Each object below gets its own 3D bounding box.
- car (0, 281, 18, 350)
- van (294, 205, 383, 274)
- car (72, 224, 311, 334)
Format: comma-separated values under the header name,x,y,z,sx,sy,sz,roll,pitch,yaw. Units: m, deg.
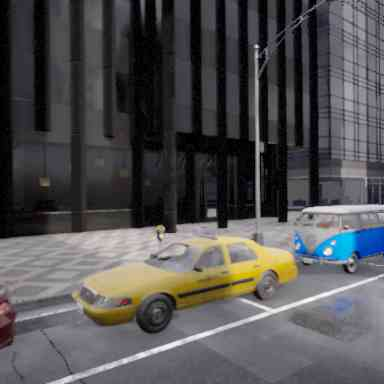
name,x,y,z,sx,sy,sz,roll,pitch,yaw
car,-4.257,1.638,3.591,4.206,1.307,1.802,-1,0,-36
van,4.815,1.304,10.186,3.998,1.788,1.690,-1,0,-36
car,0.142,1.536,6.789,4.829,1.417,1.752,-1,0,-36
